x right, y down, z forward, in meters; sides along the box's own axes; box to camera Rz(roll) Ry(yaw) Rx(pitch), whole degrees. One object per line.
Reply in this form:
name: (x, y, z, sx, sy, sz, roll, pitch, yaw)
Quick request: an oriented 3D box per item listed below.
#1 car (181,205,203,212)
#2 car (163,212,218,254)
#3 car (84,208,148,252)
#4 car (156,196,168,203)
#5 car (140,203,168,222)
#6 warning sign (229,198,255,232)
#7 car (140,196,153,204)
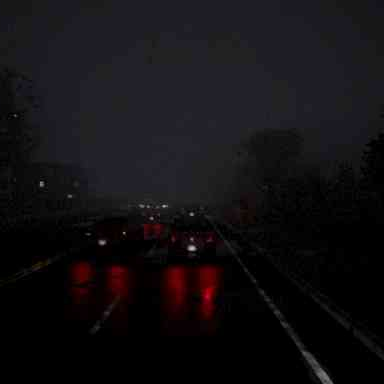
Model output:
car: (0.008, 1.830, 29.329, 1.994, 1.385, 4.181, 0, 0, 0)
car: (0.004, 1.731, 14.094, 1.895, 1.301, 4.718, 0, 0, 0)
car: (-3.242, 1.658, 14.375, 1.812, 1.442, 4.674, 0, 0, 0)
car: (-6.494, 1.852, 71.756, 2.150, 2.045, 5.566, 0, 0, 0)
car: (-3.245, 1.865, 29.106, 1.895, 1.301, 4.718, 0, 0, 0)
warning sign: (2.883, 1.294, 19.340, 1.300, 1.860, 1.060, 2, 1, 0)
car: (-9.744, 1.852, 71.757, 2.150, 2.045, 5.566, 0, 0, 0)
